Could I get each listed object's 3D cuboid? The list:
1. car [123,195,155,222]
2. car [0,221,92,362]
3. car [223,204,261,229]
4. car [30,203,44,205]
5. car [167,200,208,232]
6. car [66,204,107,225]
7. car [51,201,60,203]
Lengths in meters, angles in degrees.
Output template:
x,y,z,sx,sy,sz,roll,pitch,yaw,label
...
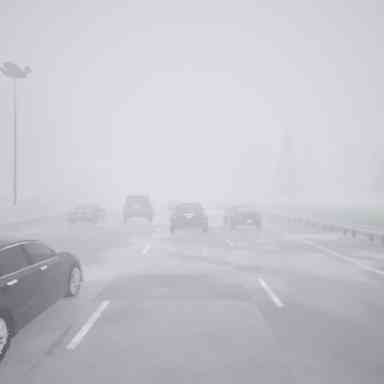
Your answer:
x,y,z,sx,sy,sz,roll,pitch,yaw,label
-4.160,1.223,26.490,2.150,2.045,5.566,0,0,-4,car
-3.401,1.505,5.641,1.837,1.490,4.892,0,0,0,car
3.183,1.527,21.538,1.812,1.442,4.674,0,0,-3,car
-27.699,1.505,59.420,1.837,1.490,4.892,0,0,-14,car
-0.253,1.353,20.060,2.097,1.767,4.553,0,0,-3,car
-7.465,1.549,23.992,2.033,1.411,5.357,0,0,-4,car
-24.383,1.528,60.549,1.812,1.442,4.674,0,0,-14,car
